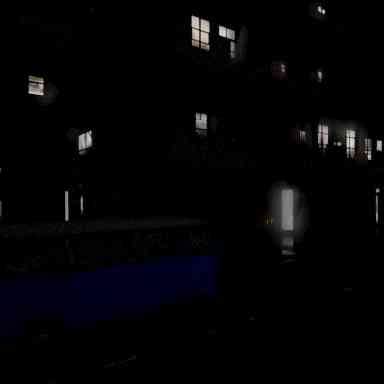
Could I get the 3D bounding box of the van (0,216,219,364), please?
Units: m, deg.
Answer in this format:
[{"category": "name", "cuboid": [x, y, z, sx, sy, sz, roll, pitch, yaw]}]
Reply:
[{"category": "van", "cuboid": [-1.416, 1.341, 5.555, 3.998, 1.788, 1.690, 0, 0, -35]}]
